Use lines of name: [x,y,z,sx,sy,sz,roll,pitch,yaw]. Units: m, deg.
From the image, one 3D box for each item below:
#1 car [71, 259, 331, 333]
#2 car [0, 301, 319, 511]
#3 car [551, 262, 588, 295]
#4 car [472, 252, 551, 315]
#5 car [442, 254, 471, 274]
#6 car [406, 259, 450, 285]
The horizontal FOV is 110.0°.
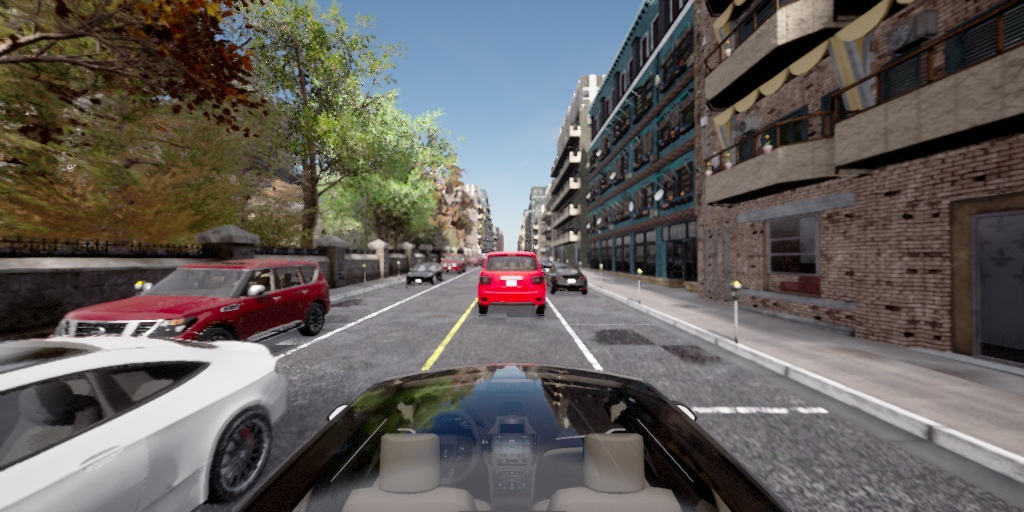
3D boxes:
car: [-5.688,1.010,7.339,2.192,1.841,5.009,0,0,0]
car: [-3.100,1.276,1.682,1.812,1.442,4.674,0,1,0]
car: [2.694,1.155,18.382,1.948,1.339,4.313,0,0,0]
car: [0.004,0.861,13.139,2.150,2.045,5.566,0,0,0]
car: [-5.682,0.745,34.955,2.192,1.841,5.009,0,0,0]
car: [-5.685,1.102,23.908,1.948,1.339,4.313,0,0,0]
